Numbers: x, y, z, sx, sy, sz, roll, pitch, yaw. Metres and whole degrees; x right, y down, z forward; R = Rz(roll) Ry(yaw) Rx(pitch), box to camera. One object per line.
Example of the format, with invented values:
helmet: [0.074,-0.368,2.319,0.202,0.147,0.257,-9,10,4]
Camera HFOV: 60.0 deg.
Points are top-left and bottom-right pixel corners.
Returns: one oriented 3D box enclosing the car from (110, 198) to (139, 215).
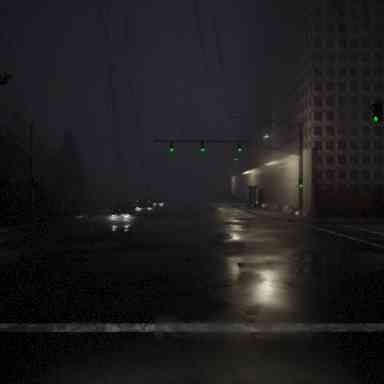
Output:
car: [-7.049,1.560,34.340,1.994,1.385,4.181,0,0,0]

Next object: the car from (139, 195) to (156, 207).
car: [-7.021,1.351,49.953,2.097,1.767,4.553,0,0,0]

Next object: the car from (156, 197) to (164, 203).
car: [-6.898,1.616,69.129,1.895,1.301,4.718,0,0,0]
